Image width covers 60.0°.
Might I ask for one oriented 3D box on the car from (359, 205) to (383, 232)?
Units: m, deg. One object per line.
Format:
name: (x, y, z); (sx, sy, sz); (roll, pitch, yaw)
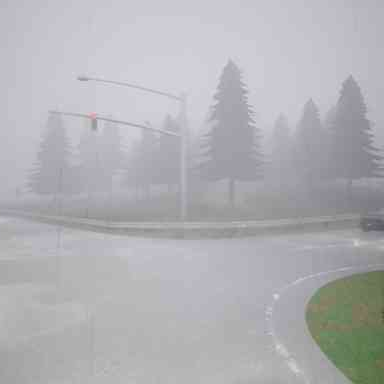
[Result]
car: (10.930, 1.226, 17.273); (5.008, 1.535, 1.882); (-3, 1, -24)

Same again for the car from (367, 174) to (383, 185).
car: (28.162, -2.127, 51.084); (2.150, 2.045, 5.566); (0, 5, 25)
